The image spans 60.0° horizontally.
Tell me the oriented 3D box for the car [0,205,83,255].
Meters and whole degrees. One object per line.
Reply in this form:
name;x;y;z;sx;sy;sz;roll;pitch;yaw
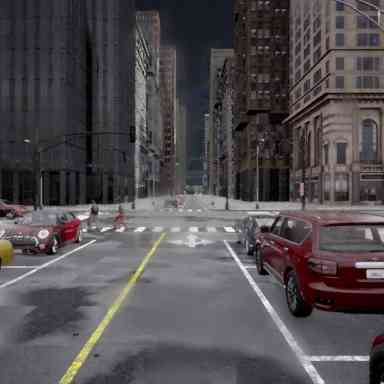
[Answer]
car;-5.768;1.439;12.989;1.967;1.590;4.097;0;0;0

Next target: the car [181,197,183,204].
car;-2.936;1.353;58.388;2.097;1.767;4.553;0;0;0

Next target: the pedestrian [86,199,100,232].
pedestrian;-5.482;1.292;18.469;0.375;1.860;0.375;0;0;0

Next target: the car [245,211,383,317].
car;2.758;1.314;7.389;2.192;1.841;5.009;0;0;0

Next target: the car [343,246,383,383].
car;2.759;1.440;1.787;1.967;1.590;4.097;0;0;0

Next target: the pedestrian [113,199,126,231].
pedestrian;-4.156;1.297;19.074;0.375;1.860;0.375;0;0;0

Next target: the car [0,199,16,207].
car;-16.340;1.398;28.385;4.553;1.767;2.097;0;0;0

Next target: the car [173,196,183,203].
car;-2.851;1.605;68.580;1.895;1.301;4.718;0;0;1

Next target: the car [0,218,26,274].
car;-5.767;1.525;7.217;1.752;1.417;4.829;0;0;0

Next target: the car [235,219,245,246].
car;2.758;1.550;12.991;2.008;1.369;4.403;0;0;0

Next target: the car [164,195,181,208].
car;-2.983;1.547;48.265;2.033;1.411;5.357;0;0;-1
